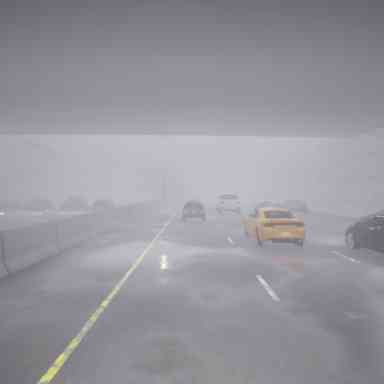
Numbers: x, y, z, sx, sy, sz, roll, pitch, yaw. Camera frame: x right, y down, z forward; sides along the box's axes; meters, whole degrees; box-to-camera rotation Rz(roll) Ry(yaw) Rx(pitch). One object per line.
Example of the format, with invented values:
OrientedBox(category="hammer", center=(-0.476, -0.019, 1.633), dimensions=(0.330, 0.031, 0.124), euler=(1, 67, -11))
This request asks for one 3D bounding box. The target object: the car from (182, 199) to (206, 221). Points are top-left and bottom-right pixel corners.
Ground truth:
OrientedBox(category="car", center=(0.135, 1.518, 27.250), dimensions=(2.033, 1.411, 5.357), euler=(0, 0, 0))

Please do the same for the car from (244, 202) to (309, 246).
OrientedBox(category="car", center=(3.623, 1.461, 15.289), dimensions=(1.882, 1.535, 5.008), euler=(0, 0, 0))

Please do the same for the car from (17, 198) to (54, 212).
OrientedBox(category="car", center=(-17.549, 1.463, 38.123), dimensions=(1.837, 1.490, 4.892), euler=(0, 0, 0))

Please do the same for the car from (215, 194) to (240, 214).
OrientedBox(category="car", center=(3.635, 1.182, 34.306), dimensions=(2.150, 2.045, 5.566), euler=(0, 0, 0))

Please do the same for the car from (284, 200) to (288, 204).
OrientedBox(category="car", center=(7.137, 1.567, 30.961), dimensions=(1.895, 1.301, 4.718), euler=(0, 0, 0))

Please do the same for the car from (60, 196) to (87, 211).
OrientedBox(category="car", center=(-14.042, 1.309, 39.817), dimensions=(2.097, 1.767, 4.553), euler=(0, 0, 0))

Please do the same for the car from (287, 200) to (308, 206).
OrientedBox(category="car", center=(10.637, 1.509, 34.977), dimensions=(2.033, 1.411, 5.357), euler=(0, 0, 0))

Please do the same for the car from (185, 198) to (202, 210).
OrientedBox(category="car", center=(0.146, 1.518, 42.179), dimensions=(1.994, 1.385, 4.181), euler=(0, 0, -1))

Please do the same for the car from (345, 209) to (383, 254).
OrientedBox(category="car", center=(7.117, 1.492, 11.528), dimensions=(1.837, 1.490, 4.892), euler=(0, 0, 0))

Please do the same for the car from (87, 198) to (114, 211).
OrientedBox(category="car", center=(-10.541, 1.483, 39.373), dimensions=(1.812, 1.442, 4.674), euler=(0, 0, 0))

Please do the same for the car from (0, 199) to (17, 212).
OrientedBox(category="car", center=(-21.050, 1.523, 37.729), dimensions=(1.994, 1.385, 4.181), euler=(0, 0, 0))
